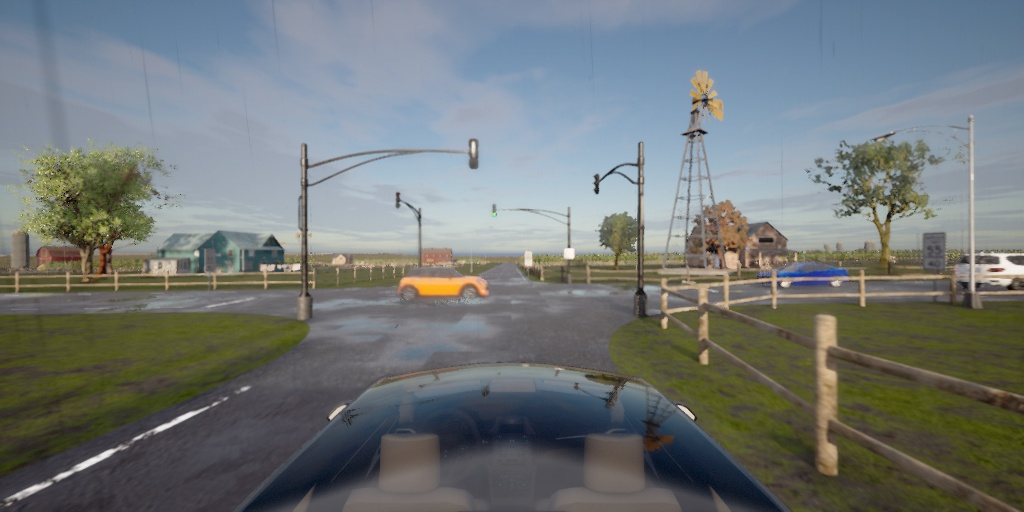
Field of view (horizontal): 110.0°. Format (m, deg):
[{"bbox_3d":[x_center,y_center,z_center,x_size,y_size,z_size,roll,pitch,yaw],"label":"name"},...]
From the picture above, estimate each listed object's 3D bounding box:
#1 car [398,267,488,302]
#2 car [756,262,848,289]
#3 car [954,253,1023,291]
[{"bbox_3d":[-3.535,1.371,18.880,4.553,1.767,2.097,-1,0,0],"label":"car"},{"bbox_3d":[18.076,1.188,22.518,5.008,1.535,1.882,-2,0,0],"label":"car"},{"bbox_3d":[26.933,0.842,18.932,5.566,2.045,2.150,-1,0,0],"label":"car"}]
